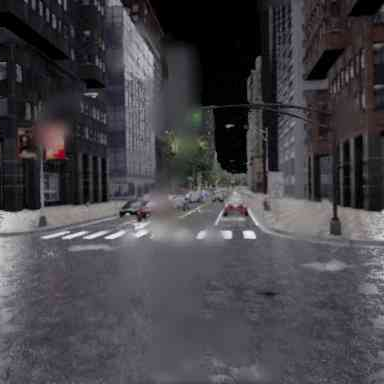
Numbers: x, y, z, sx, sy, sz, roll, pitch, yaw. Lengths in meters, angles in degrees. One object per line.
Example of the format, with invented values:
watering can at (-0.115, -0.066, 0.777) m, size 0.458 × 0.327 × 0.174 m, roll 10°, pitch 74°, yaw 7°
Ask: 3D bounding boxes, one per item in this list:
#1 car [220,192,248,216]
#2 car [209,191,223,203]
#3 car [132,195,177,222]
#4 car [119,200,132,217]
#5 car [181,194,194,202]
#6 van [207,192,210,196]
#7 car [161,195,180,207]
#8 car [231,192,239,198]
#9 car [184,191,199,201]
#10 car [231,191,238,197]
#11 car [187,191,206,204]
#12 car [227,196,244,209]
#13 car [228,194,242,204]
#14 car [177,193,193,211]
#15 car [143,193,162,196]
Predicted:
car at (3.610, 1.087, 27.550) m, size 1.967 × 1.590 × 4.097 m, roll -1°, pitch 0°, yaw 7°
car at (4.227, 1.028, 54.311) m, size 1.895 × 1.301 × 4.718 m, roll -1°, pitch 0°, yaw 7°
car at (-2.652, 1.266, 24.675) m, size 1.882 × 1.535 × 5.008 m, roll -1°, pitch 0°, yaw 6°
car at (-4.843, 1.364, 28.628) m, size 1.947 × 1.339 × 4.313 m, roll -1°, pitch 0°, yaw 7°
car at (-0.745, 1.053, 60.924) m, size 1.802 × 1.307 × 4.206 m, roll -1°, pitch 0°, yaw 7°
van at (3.348, 0.505, 93.217) m, size 1.690 × 1.788 × 3.998 m, roll -1°, pitch 0°, yaw 7°
car at (-2.816, 1.160, 44.606) m, size 1.752 × 1.417 × 4.829 m, roll -1°, pitch 0°, yaw 7°
car at (10.439, 0.658, 81.367) m, size 1.887 × 1.381 × 4.507 m, roll -1°, pitch 0°, yaw 7°
car at (-0.068, 0.734, 66.304) m, size 2.192 × 1.841 × 5.009 m, roll -1°, pitch 0°, yaw 7°
car at (11.827, 0.536, 92.298) m, size 1.752 × 1.417 × 4.829 m, roll -1°, pitch 0°, yaw 7°
car at (0.470, 1.045, 48.958) m, size 1.837 × 1.490 × 4.892 m, roll -1°, pitch 0°, yaw 8°
car at (4.979, 1.118, 38.314) m, size 1.802 × 1.307 × 4.206 m, roll -1°, pitch 0°, yaw 7°
car at (6.343, 0.971, 49.077) m, size 1.887 × 1.381 × 4.507 m, roll -1°, pitch 0°, yaw 7°
car at (-1.341, 1.187, 34.907) m, size 1.837 × 1.490 × 4.892 m, roll -1°, pitch 1°, yaw 7°
car at (-4.165, 1.058, 34.008) m, size 2.192 × 1.841 × 5.009 m, roll -1°, pitch 0°, yaw 7°
